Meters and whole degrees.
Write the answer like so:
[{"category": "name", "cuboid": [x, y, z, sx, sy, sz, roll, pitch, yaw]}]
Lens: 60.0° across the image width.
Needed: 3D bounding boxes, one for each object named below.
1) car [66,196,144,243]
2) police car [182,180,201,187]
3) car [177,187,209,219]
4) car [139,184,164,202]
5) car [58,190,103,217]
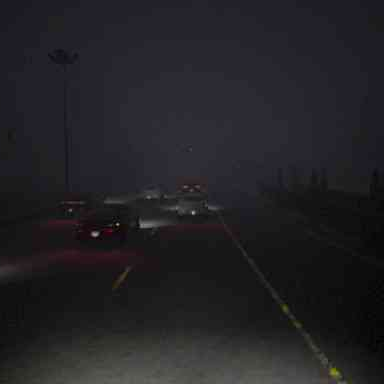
[{"category": "car", "cuboid": [-3.419, 1.175, 14.031, 1.812, 1.442, 4.674, 0, 3, 0]}, {"category": "police car", "cuboid": [-0.031, -0.490, 34.804, 2.038, 1.542, 4.974, 0, 4, 0]}, {"category": "car", "cuboid": [0.048, 0.733, 20.530, 1.812, 1.442, 4.674, 0, 4, -1]}, {"category": "car", "cuboid": [-3.499, 0.016, 29.106, 1.812, 1.442, 4.674, 0, 5, 0]}, {"category": "car", "cuboid": [-6.959, 0.625, 21.406, 2.128, 1.511, 4.902, 0, 5, 0]}]
